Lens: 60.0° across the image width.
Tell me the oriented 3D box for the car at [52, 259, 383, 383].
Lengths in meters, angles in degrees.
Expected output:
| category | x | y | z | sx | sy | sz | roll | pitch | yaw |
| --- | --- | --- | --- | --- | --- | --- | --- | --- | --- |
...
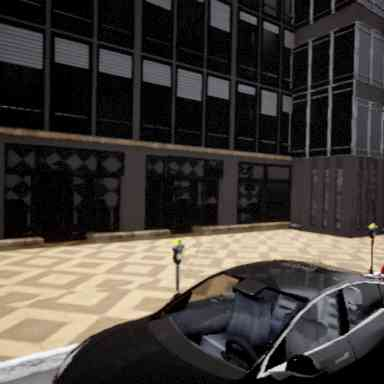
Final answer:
| category | x | y | z | sx | sy | sz | roll | pitch | yaw |
| --- | --- | --- | --- | --- | --- | --- | --- | --- | --- |
| car | 0.834 | 1.518 | 3.538 | 4.313 | 1.339 | 1.947 | 1 | 1 | -34 |
